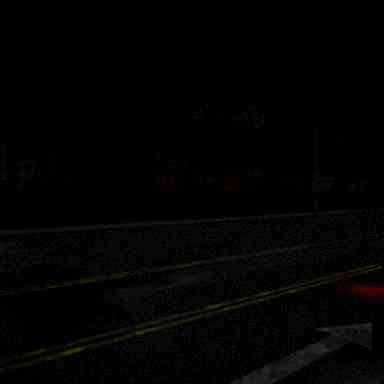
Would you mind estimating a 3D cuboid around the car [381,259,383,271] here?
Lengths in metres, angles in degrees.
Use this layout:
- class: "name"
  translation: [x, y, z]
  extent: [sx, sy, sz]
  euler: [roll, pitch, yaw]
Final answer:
- class: "car"
  translation: [7.227, 1.543, 9.002]
  extent: [5.357, 1.411, 2.033]
  euler: [0, 0, -35]
